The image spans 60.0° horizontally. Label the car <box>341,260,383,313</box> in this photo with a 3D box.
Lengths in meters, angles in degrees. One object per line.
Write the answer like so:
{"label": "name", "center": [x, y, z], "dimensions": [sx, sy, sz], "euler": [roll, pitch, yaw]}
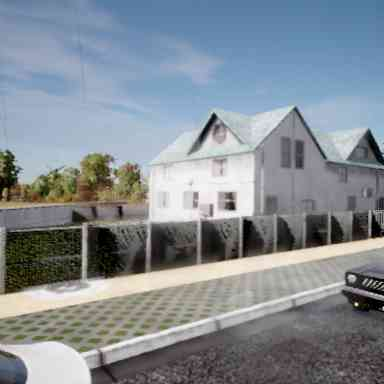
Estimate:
{"label": "car", "center": [5.064, 1.674, 6.719], "dimensions": [4.718, 1.301, 1.895], "euler": [1, -1, -36]}

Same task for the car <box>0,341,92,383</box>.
{"label": "car", "center": [-2.622, 1.522, 1.170], "dimensions": [4.674, 1.442, 1.812], "euler": [1, -1, -34]}
